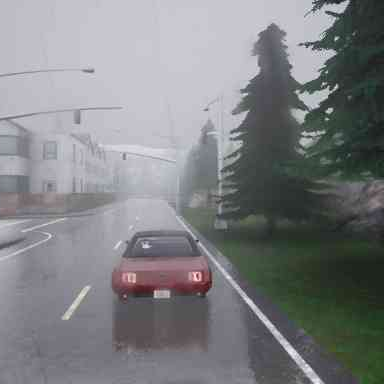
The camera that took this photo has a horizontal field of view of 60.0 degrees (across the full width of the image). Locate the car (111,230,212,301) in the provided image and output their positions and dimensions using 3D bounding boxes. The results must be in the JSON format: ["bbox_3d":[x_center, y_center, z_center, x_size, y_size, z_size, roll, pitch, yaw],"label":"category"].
[{"bbox_3d":[-0.741,1.601,8.359,1.895,1.301,4.718,0,0,-5],"label":"car"}]
